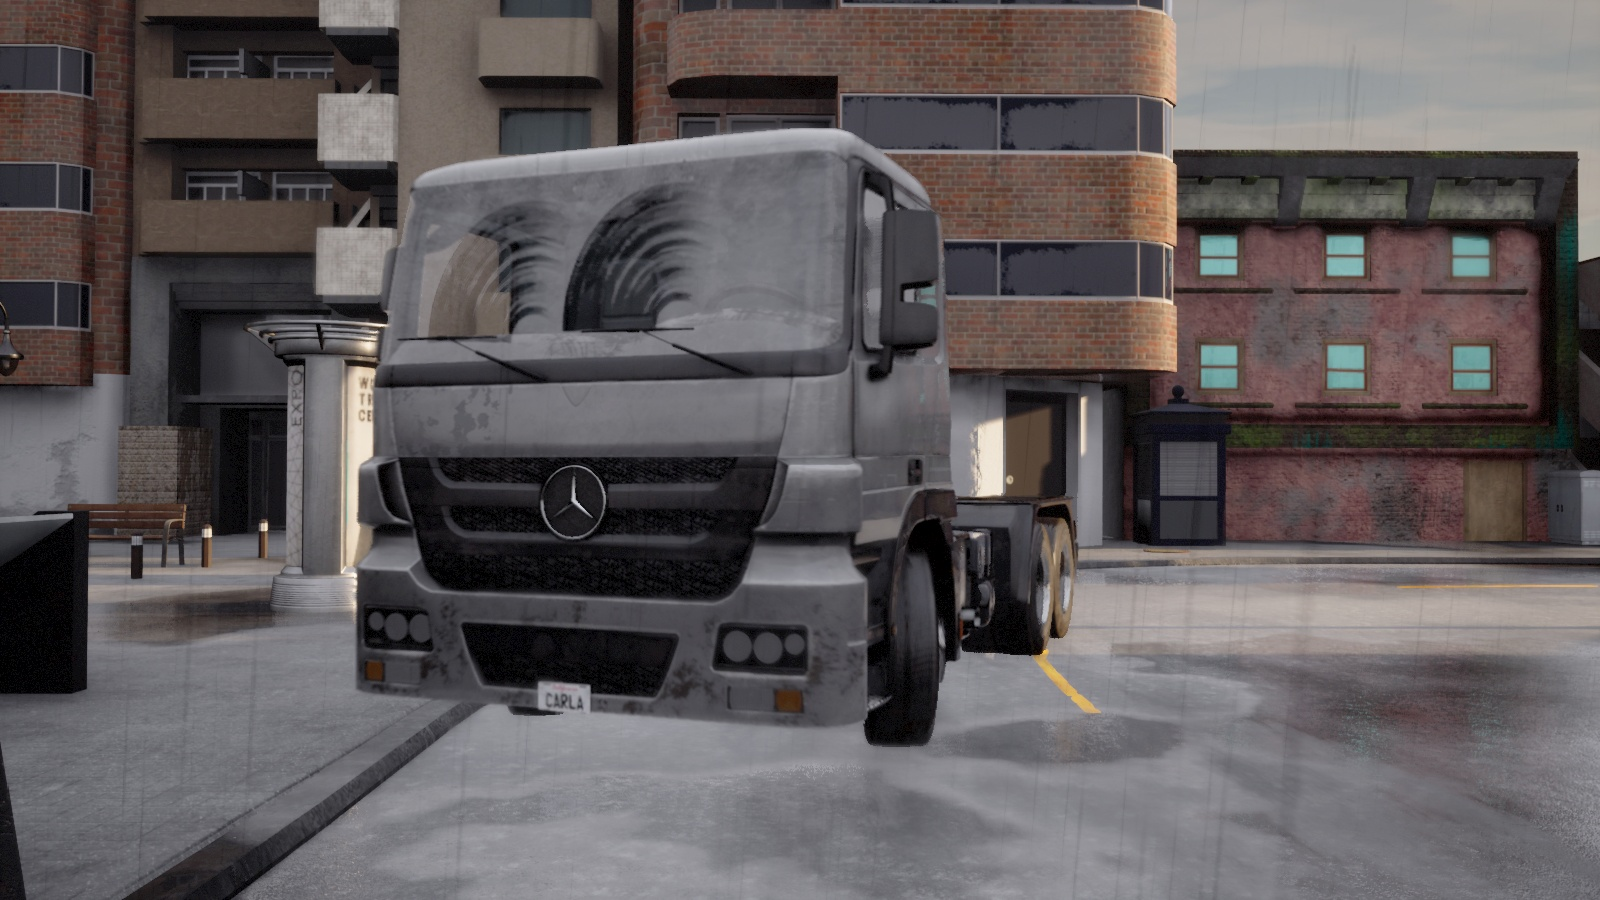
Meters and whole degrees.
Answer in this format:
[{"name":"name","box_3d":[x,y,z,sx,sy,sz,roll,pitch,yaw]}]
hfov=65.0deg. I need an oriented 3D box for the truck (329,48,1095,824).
[{"name":"truck","box_3d":[0.278,-0.004,9.819,2.891,3.462,7.936,-1,-1,21]}]
